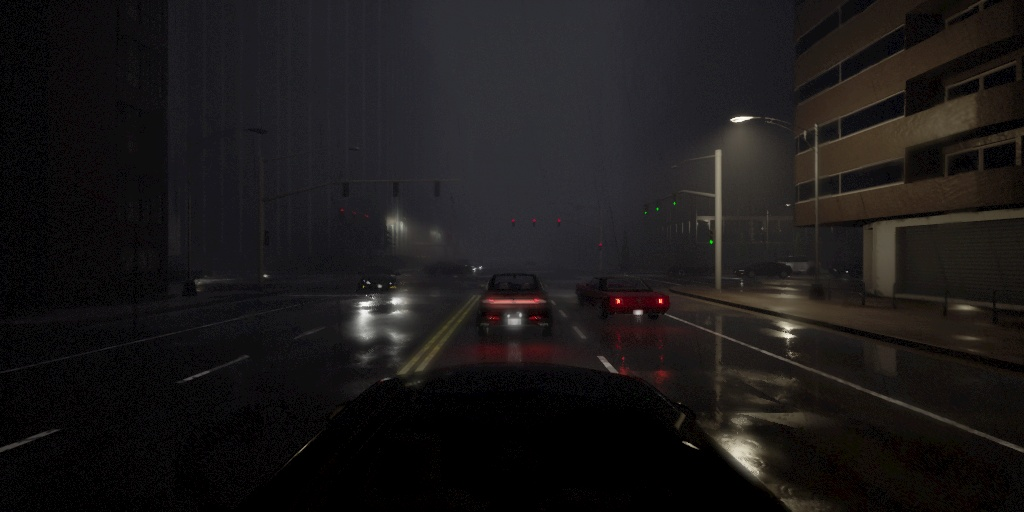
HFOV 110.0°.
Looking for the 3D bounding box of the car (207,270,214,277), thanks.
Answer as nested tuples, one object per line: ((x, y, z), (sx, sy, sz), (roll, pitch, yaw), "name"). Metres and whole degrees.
((-28.263, 1.297, 30.070), (5.357, 1.411, 2.033), (0, 0, 1), "car")

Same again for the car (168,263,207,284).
((-25.963, 1.351, 26.543), (4.718, 1.301, 1.895), (0, 0, 1), "car")

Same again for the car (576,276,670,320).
((3.591, 1.351, 12.659), (1.895, 1.301, 4.718), (0, 0, -2), "car")

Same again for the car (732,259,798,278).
((23.103, 1.255, 33.204), (4.892, 1.490, 1.837), (0, 0, 1), "car")

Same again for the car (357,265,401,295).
((-7.403, 1.256, 20.019), (1.837, 1.490, 4.892), (4, -1, -21), "car")

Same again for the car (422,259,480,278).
((-5.971, 1.241, 33.830), (4.902, 1.511, 2.128), (0, 0, -33), "car")

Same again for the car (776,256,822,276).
((28.306, 0.971, 36.647), (5.566, 2.045, 2.150), (0, 0, 1), "car")

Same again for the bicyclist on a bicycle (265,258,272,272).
((-28.736, 1.051, 42.057), (0.582, 1.620, 1.656), (0, 0, 1), "bicyclist on a bicycle")

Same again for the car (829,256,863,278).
((32.673, 0.968, 33.096), (5.566, 2.045, 2.150), (0, 0, 1), "car")

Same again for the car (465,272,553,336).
((0.075, 1.242, 10.368), (2.128, 1.511, 4.902), (0, 0, 0), "car")

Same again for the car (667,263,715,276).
((18.549, 1.351, 36.776), (4.718, 1.301, 1.895), (0, 0, 1), "car")

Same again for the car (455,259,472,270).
((-7.043, 1.255, 52.213), (1.837, 1.490, 4.892), (0, 0, 0), "car")
